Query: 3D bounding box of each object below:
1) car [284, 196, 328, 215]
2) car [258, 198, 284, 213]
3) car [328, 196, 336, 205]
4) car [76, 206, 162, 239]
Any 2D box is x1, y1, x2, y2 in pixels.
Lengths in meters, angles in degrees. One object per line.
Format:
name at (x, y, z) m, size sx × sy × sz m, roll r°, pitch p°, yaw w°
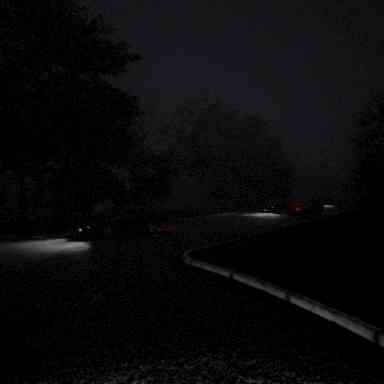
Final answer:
car at (10.574, 1.268, 30.586) m, size 1.882 × 1.535 × 5.008 m, roll -1°, pitch 0°, yaw 37°
car at (8.657, 1.368, 34.177) m, size 2.033 × 1.411 × 5.357 m, roll -1°, pitch 0°, yaw 37°
car at (19.649, 1.219, 48.712) m, size 1.994 × 1.385 × 4.181 m, roll -1°, pitch 0°, yaw 37°
car at (-3.791, 1.557, 17.861) m, size 1.837 × 1.490 × 4.892 m, roll 0°, pitch 0°, yaw 42°
